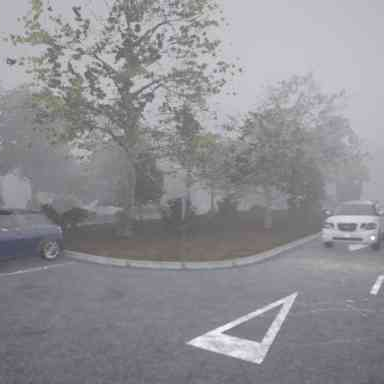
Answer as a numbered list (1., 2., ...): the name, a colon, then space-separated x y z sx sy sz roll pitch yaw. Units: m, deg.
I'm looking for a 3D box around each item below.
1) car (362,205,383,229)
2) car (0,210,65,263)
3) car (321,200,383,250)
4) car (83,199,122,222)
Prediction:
1. car: 14.131 1.797 24.869 1.812 1.442 4.674 -3 -2 35
2. car: -6.440 1.391 10.412 2.185 1.767 4.553 1 -1 35
3. car: 7.785 1.428 15.734 2.150 2.045 5.566 -2 -2 34
4. car: -8.941 1.707 32.212 2.150 2.045 5.566 -3 -2 35
